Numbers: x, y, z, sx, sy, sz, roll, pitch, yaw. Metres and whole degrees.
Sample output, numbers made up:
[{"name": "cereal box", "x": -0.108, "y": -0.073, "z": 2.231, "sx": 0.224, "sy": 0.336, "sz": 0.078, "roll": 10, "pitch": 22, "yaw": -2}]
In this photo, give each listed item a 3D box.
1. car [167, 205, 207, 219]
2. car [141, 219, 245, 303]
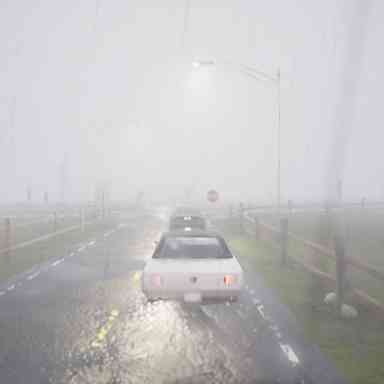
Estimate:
[{"name": "car", "x": -0.264, "y": 1.476, "z": 17.740, "sx": 1.837, "sy": 1.490, "sz": 4.892, "roll": 0, "pitch": 0, "yaw": -2}, {"name": "car", "x": -0.008, "y": 1.586, "z": 8.139, "sx": 1.895, "sy": 1.301, "sz": 4.718, "roll": 0, "pitch": 0, "yaw": -1}]
